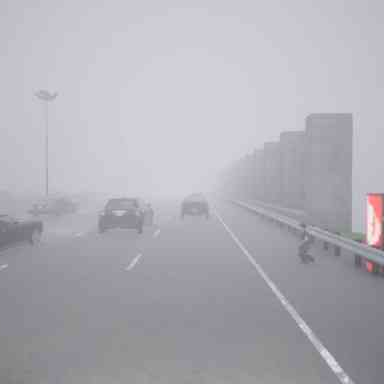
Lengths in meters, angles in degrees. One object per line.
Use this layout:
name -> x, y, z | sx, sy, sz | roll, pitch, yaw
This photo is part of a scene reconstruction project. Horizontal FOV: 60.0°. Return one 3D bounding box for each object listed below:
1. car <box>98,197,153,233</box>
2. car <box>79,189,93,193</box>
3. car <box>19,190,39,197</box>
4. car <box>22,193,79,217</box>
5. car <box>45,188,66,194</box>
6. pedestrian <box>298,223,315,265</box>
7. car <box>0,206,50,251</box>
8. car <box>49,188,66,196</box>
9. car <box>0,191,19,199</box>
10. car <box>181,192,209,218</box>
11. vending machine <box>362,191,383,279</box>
car -> -3.295, 1.012, 17.309 | 2.097, 1.767, 4.553 | 0, 1, 0
car -> -19.905, 0.286, 62.224 | 1.837, 1.490, 4.892 | 0, 2, 1
car -> -27.137, 0.420, 55.068 | 2.128, 1.511, 4.902 | 0, 1, 2
car -> -10.238, 1.059, 24.996 | 2.033, 1.411, 5.357 | 0, 1, 1
car -> -23.593, 0.382, 56.958 | 2.128, 1.511, 4.902 | 0, 1, 2
pedestrian -> 3.169, 1.388, 9.316 | 0.375, 1.300, 0.375 | 0, 1, 0
car -> -6.831, 1.383, 11.115 | 1.895, 1.301, 4.718 | 0, 1, 0
car -> -30.384, -0.112, 75.448 | 2.097, 1.767, 4.553 | 0, 1, 0
car -> -20.759, 0.672, 34.921 | 2.097, 1.767, 4.553 | 0, 1, 2
car -> 0.224, 1.000, 24.296 | 1.882, 1.535, 5.008 | 0, 1, 1
vending machine -> 5.050, 1.027, 8.365 | 1.100, 2.100, 0.880 | 0, 1, 0
